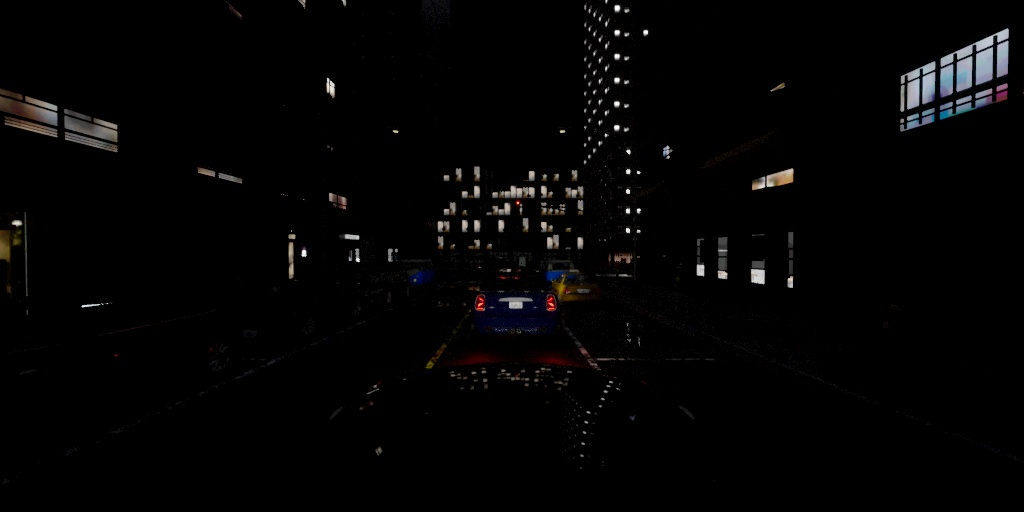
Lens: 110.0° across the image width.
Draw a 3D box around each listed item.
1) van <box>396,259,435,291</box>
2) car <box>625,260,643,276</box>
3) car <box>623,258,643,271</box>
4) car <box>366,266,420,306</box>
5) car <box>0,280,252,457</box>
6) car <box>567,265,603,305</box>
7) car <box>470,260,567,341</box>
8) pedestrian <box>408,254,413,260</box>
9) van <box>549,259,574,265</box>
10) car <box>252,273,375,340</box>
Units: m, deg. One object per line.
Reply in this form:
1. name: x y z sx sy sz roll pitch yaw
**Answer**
1. van: -5.692 1.086 21.176 1.690 1.789 3.998 0 0 0
2. car: 14.674 1.369 37.890 4.181 1.385 1.994 0 1 0
3. car: 15.232 1.087 40.487 5.009 1.841 2.192 0 0 0
4. car: -5.691 1.297 15.574 2.007 1.370 4.403 0 0 0
5. car: -5.691 1.189 4.371 1.967 1.591 4.097 0 0 0
6. car: 2.690 1.272 15.716 1.751 1.417 4.829 0 0 0
7. car: 0.085 1.100 10.014 2.097 1.767 4.553 0 0 0
8. pedestrian: -12.394 0.635 43.577 0.375 1.860 0.375 0 1 0
9. van: 2.689 1.086 21.148 1.690 1.789 3.998 0 0 0
10. car: -5.691 1.314 9.972 1.948 1.339 4.313 0 0 0
